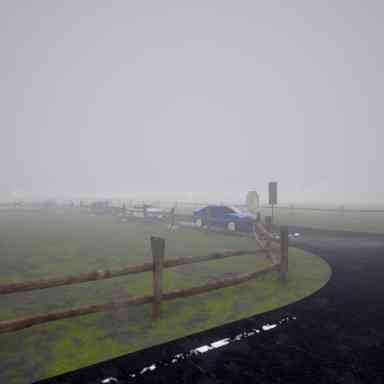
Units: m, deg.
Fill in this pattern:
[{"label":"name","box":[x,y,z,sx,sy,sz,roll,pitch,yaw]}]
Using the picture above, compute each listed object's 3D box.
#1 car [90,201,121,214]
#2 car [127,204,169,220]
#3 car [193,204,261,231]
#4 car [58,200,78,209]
[{"label":"car","box":[-9.824,1.671,37.454,2.033,1.411,5.357,0,0,-35]},{"label":"car","box":[-3.884,1.689,29.078,1.895,1.301,4.718,0,0,-35]},{"label":"car","box":[2.041,1.534,20.763,1.882,1.535,5.008,0,0,-36]},{"label":"car","box":[-18.584,1.837,49.960,1.895,1.301,4.718,0,0,-35]}]
